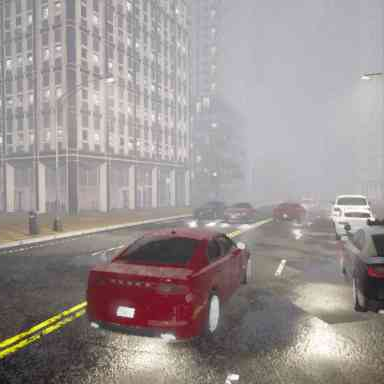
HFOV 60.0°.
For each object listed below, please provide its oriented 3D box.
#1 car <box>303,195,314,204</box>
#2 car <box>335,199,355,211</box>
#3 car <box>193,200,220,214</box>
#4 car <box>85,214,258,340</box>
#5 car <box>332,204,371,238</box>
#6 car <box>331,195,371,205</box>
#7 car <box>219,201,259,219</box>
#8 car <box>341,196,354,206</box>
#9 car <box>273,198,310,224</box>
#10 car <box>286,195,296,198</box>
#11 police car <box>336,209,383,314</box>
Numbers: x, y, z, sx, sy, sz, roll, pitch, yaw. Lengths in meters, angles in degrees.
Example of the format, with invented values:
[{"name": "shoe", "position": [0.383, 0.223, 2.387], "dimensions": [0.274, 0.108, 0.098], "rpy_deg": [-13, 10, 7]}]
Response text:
[{"name": "car", "position": [21.625, 1.416, 61.932], "dimensions": [1.882, 1.535, 5.008], "rpy_deg": [0, 0, 24]}, {"name": "car", "position": [18.802, 1.577, 40.749], "dimensions": [1.895, 1.301, 4.718], "rpy_deg": [0, 0, 28]}, {"name": "car", "position": [1.784, 1.445, 28.812], "dimensions": [1.882, 1.535, 5.008], "rpy_deg": [0, 0, 25]}, {"name": "car", "position": [-0.055, 1.474, 6.830], "dimensions": [1.882, 1.535, 5.008], "rpy_deg": [0, 0, 20]}, {"name": "car", "position": [8.043, 1.520, 16.385], "dimensions": [1.812, 1.442, 4.674], "rpy_deg": [0, 0, 23]}, {"name": "car", "position": [10.396, 1.216, 21.776], "dimensions": [2.150, 2.045, 5.566], "rpy_deg": [0, 0, 24]}, {"name": "car", "position": [3.885, 1.502, 25.595], "dimensions": [1.812, 1.442, 4.674], "rpy_deg": [0, 0, 24]}, {"name": "car", "position": [26.167, 1.430, 56.095], "dimensions": [1.882, 1.535, 5.008], "rpy_deg": [0, 0, 23]}, {"name": "car", "position": [7.411, 1.460, 24.984], "dimensions": [1.882, 1.535, 5.008], "rpy_deg": [0, 0, 25]}, {"name": "car", "position": [19.520, 1.434, 65.211], "dimensions": [1.837, 1.490, 4.892], "rpy_deg": [0, 0, 23]}, {"name": "police car", "position": [4.486, 1.422, 7.421], "dimensions": [1.930, 1.638, 5.238], "rpy_deg": [0, 0, 20]}]
